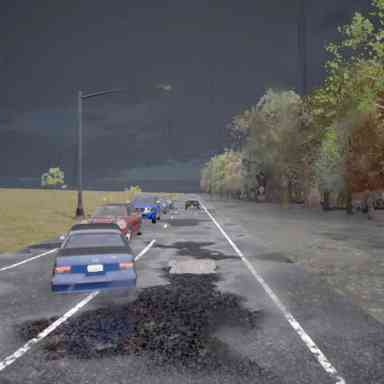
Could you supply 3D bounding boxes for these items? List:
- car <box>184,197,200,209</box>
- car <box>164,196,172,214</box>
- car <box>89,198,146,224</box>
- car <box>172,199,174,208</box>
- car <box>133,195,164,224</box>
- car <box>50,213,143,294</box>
[{"bbox_3d":[0.041,1.500,44.227,1.837,1.490,4.892,0,0,0],"label":"car"},{"bbox_3d":[-3.608,1.351,35.305,2.097,1.767,4.553,0,0,0],"label":"car"},{"bbox_3d":[-3.678,1.353,15.635,2.097,1.767,4.553,0,0,1],"label":"car"},{"bbox_3d":[-3.610,1.347,45.312,2.097,1.767,4.553,0,0,0],"label":"car"},{"bbox_3d":[-3.614,1.223,25.300,2.150,2.045,5.566,0,0,-1],"label":"car"},{"bbox_3d":[-2.603,1.549,8.989,2.033,1.411,5.357,0,0,-16],"label":"car"}]
